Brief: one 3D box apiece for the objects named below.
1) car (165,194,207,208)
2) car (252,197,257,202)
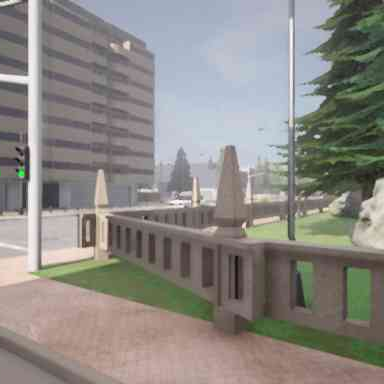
[{"bbox_3d":[-0.570,1.251,35.803,2.150,2.045,5.566,0,0,35],"label":"car"},{"bbox_3d":[10.041,1.551,50.943,1.882,1.535,5.008,0,0,35],"label":"car"}]
